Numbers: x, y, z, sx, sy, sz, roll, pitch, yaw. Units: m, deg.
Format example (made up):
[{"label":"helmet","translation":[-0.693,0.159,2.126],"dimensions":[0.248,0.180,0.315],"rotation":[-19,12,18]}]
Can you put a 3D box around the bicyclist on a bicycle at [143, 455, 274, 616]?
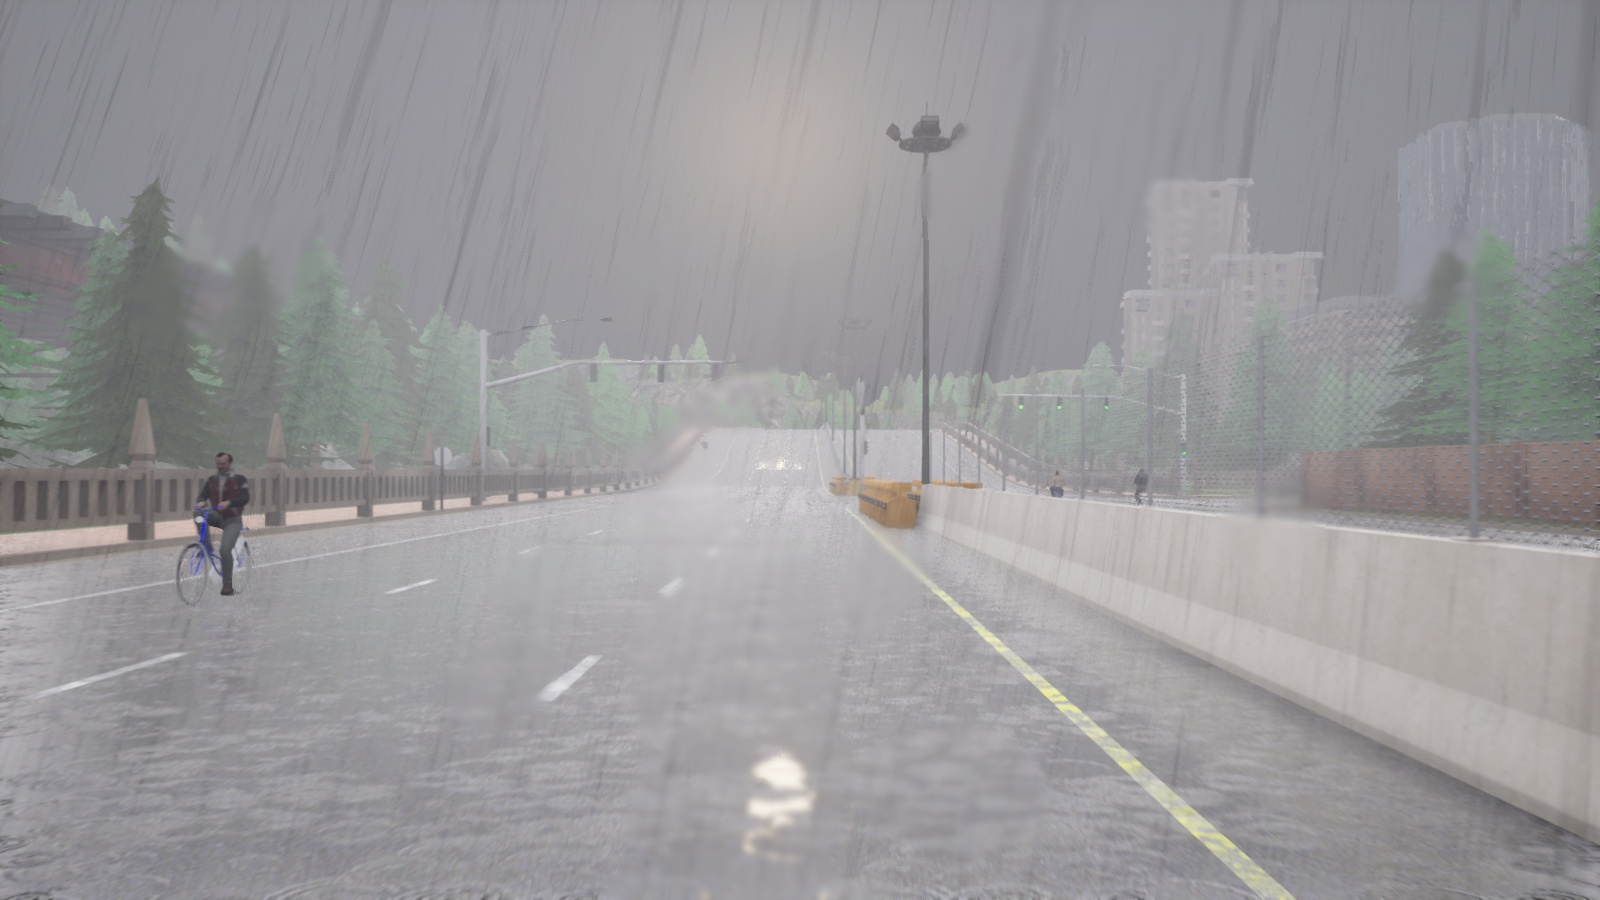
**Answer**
[{"label":"bicyclist on a bicycle","translation":[-6.933,0.960,14.814],"dimensions":[0.659,1.776,1.843],"rotation":[0,-1,0]}]
